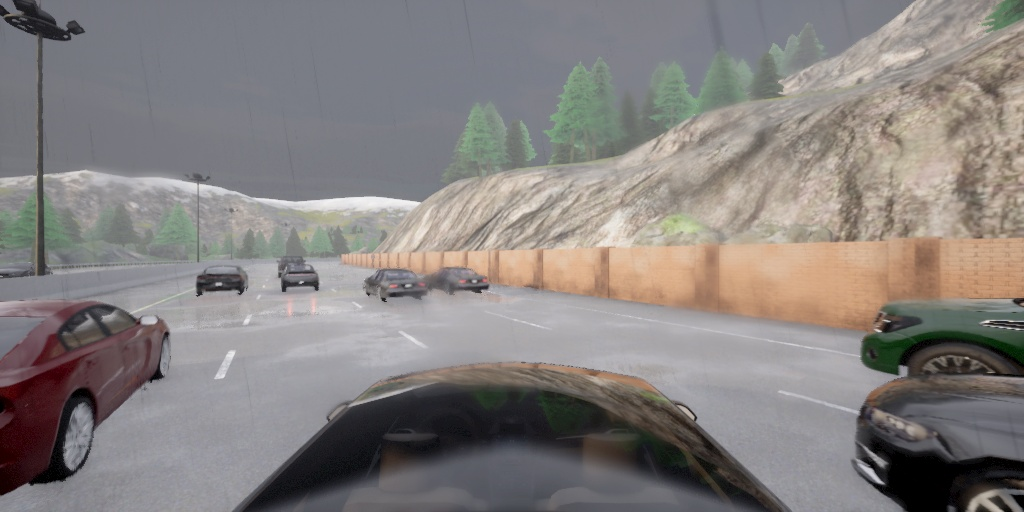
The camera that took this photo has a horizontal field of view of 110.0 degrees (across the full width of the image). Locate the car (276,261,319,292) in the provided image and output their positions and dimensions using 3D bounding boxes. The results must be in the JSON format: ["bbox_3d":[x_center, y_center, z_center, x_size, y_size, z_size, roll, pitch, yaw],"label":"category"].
[{"bbox_3d":[-12.835,1.240,21.619,2.128,1.511,4.902,0,0,-33],"label":"car"}]

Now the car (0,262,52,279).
[{"bbox_3d":[-37.734,1.256,27.591,1.837,1.490,4.892,0,0,-33],"label":"car"}]

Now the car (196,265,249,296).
[{"bbox_3d":[-15.695,1.226,19.597,1.882,1.535,5.008,0,0,-33],"label":"car"}]

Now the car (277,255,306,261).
[{"bbox_3d":[-20.915,0.969,34.033,2.150,2.045,5.566,0,0,-33],"label":"car"}]

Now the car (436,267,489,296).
[{"bbox_3d":[-3.207,1.296,19.662,2.033,1.411,5.357,0,0,-33],"label":"car"}]

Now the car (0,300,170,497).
[{"bbox_3d":[-5.534,1.227,3.976,1.882,1.535,5.008,0,0,-33],"label":"car"}]

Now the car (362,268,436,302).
[{"bbox_3d":[-5.671,1.296,17.028,2.033,1.411,5.357,0,0,-33],"label":"car"}]

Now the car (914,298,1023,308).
[{"bbox_3d":[7.304,0.972,3.472,2.150,2.045,5.566,0,0,-33],"label":"car"}]

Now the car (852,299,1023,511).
[{"bbox_3d":[4.568,1.241,1.245,2.128,1.511,4.902,0,0,-33],"label":"car"}]
